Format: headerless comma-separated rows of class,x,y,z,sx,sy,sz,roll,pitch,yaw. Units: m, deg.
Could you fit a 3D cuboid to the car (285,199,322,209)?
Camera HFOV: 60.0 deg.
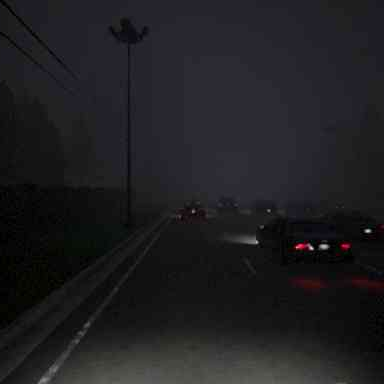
car,10.597,1.444,32.670,1.882,1.535,5.008,0,0,0

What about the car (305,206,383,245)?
car,7.096,1.548,15.420,1.994,1.385,4.181,0,0,0

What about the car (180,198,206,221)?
car,0.097,1.476,26.954,2.163,1.488,4.792,0,0,0

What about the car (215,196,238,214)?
car,3.597,1.316,35.094,2.097,1.767,4.553,0,0,0

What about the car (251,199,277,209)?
car,7.097,1.471,33.154,1.837,1.490,4.892,0,0,0

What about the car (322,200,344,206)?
car,14.096,1.512,34.907,2.033,1.411,5.357,0,0,0

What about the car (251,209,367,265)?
car,3.598,1.536,11.568,2.033,1.411,5.357,0,0,0
